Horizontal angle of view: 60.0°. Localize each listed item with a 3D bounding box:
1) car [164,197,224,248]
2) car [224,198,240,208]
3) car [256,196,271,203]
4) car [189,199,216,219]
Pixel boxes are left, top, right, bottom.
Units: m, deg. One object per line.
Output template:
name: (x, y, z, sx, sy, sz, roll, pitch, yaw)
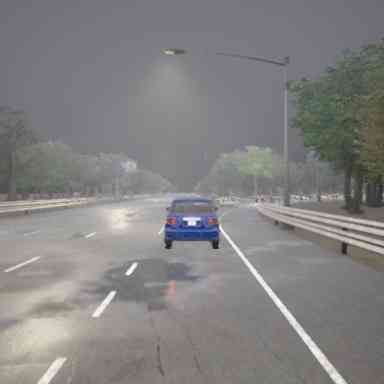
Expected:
car: (0.006, 1.231, 14.774, 2.150, 2.045, 5.566, 0, 0, 0)
car: (5.463, 1.568, 47.551, 1.895, 1.301, 4.718, 0, 0, 21)
car: (14.068, 1.417, 64.352, 1.882, 1.535, 5.008, 0, 0, 33)
car: (1.056, 1.475, 30.235, 1.882, 1.535, 5.008, 0, 0, 8)
